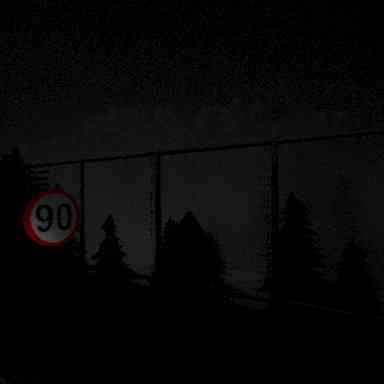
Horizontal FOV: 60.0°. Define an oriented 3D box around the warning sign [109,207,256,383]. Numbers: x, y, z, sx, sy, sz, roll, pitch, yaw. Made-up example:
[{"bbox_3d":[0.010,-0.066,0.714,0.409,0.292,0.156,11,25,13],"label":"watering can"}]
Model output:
[{"bbox_3d":[-0.055,1.135,3.723,1.060,1.860,1.300,-1,0,35],"label":"warning sign"}]
